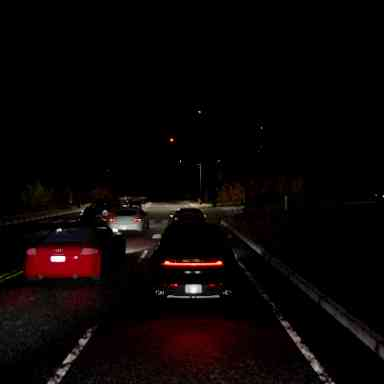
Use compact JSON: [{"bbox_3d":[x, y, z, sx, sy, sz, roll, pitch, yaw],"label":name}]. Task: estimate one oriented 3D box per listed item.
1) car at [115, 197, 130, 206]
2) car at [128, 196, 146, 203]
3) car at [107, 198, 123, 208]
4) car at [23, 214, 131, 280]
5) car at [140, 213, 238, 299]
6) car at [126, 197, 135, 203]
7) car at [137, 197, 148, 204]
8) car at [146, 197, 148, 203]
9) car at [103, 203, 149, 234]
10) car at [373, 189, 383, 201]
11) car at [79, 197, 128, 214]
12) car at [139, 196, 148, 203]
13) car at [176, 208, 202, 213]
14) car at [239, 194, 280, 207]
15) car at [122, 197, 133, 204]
[{"bbox_3d":[-12.933,1.675,62.006,2.128,1.511,4.902,0,0,-5],"label":"car"},{"bbox_3d":[-8.815,1.629,52.252,2.128,1.511,4.902,0,0,-5],"label":"car"},{"bbox_3d":[-12.131,1.667,52.917,1.812,1.442,4.674,0,0,-5],"label":"car"},{"bbox_3d":[-3.260,1.579,10.002,1.994,1.385,4.181,0,0,-1],"label":"car"},{"bbox_3d":[0.012,1.518,8.471,1.837,1.490,4.892,0,0,0],"label":"car"},{"bbox_3d":[-15.177,1.886,81.977,1.895,1.301,4.718,0,0,-8],"label":"car"},{"bbox_3d":[-10.561,1.753,71.078,2.128,1.511,4.902,0,0,-6],"label":"car"},{"bbox_3d":[-9.593,1.743,61.105,1.994,1.385,4.181,0,0,-5],"label":"car"},{"bbox_3d":[-3.480,1.558,18.747,1.812,1.442,4.674,0,0,-3],"label":"car"},{"bbox_3d":[24.201,-0.073,38.917,5.566,2.045,2.150,-3,0,-4],"label":"car"},{"bbox_3d":[-6.417,1.395,23.858,2.097,1.767,4.553,0,0,3],"label":"car"},{"bbox_3d":[-11.802,1.810,81.217,2.128,1.511,4.902,0,0,-7],"label":"car"},{"bbox_3d":[-0.180,1.579,17.878,2.033,1.411,5.357,0,0,-2],"label":"car"},{"bbox_3d":[7.725,0.980,38.100,4.674,1.442,1.812,-3,0,-4],"label":"car"},{"bbox_3d":[-13.906,1.784,71.732,1.994,1.385,4.181,0,0,-7],"label":"car"}]
